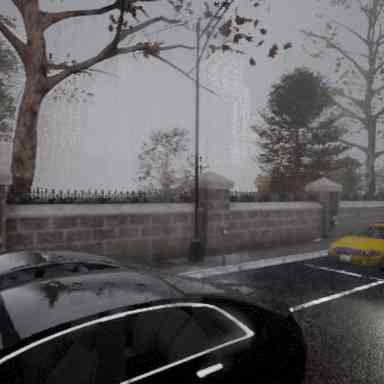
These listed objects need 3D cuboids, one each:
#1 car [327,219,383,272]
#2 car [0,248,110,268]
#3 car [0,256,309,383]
[{"bbox_3d":[6.455,1.628,11.160,4.829,1.417,1.752,1,0,-35],"label":"car"},{"bbox_3d":[-2.576,1.571,4.720,4.313,1.339,1.947,1,0,-35],"label":"car"},{"bbox_3d":[-1.119,1.509,2.576,4.892,1.490,1.837,1,0,-35],"label":"car"}]
